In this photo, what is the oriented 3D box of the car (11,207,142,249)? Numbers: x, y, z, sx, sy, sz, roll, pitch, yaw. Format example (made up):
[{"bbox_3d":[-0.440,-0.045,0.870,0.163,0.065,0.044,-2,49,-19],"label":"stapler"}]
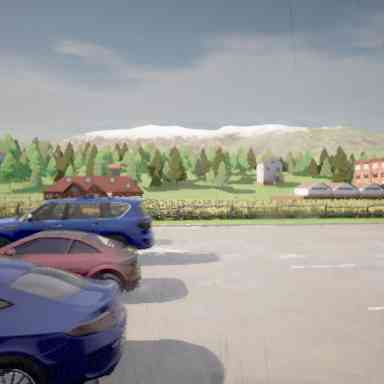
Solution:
[{"bbox_3d":[-4.654,1.451,14.179,5.008,1.535,1.882,0,0,-8],"label":"car"}]

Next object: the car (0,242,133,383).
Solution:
[{"bbox_3d":[-3.105,1.516,3.781,4.674,1.442,1.812,0,0,-8],"label":"car"}]

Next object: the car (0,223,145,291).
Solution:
[{"bbox_3d":[-3.202,1.549,7.315,4.181,1.385,1.994,0,0,-8],"label":"car"}]

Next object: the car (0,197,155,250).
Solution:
[{"bbox_3d":[-3.983,1.201,10.739,5.566,2.045,2.150,0,0,-8],"label":"car"}]
